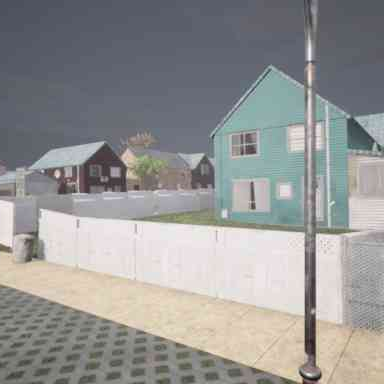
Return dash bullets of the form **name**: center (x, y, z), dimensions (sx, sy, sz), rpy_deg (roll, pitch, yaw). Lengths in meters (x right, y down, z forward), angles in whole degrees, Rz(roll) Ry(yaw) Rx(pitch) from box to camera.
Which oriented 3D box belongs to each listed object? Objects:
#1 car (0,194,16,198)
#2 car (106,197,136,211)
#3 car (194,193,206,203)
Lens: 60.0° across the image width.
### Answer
- **car**: center (-12.717, 1.061, 21.325), dimensions (2.097, 1.767, 4.553), rpy_deg (-1, 1, 35)
- **car**: center (-6.711, 0.905, 29.883), dimensions (1.882, 1.535, 5.008), rpy_deg (-1, 1, 35)
- **car**: center (0.233, 0.581, 39.770), dimensions (1.882, 1.535, 5.008), rpy_deg (-1, 1, 35)
